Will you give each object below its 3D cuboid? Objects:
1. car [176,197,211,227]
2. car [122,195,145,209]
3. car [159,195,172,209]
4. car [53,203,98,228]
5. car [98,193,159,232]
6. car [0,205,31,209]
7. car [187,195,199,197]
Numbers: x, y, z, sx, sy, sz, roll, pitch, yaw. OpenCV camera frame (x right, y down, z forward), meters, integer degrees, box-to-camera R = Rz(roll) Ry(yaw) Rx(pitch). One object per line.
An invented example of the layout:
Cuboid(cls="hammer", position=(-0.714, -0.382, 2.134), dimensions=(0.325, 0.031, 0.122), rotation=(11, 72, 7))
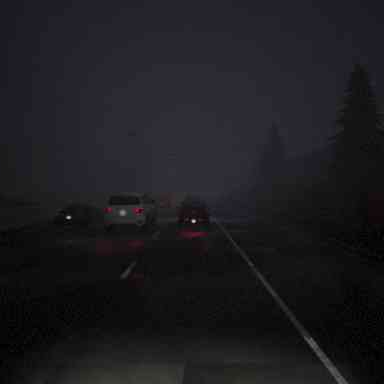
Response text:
Cuboid(cls="car", position=(0.098, 1.316, 20.826), dimensions=(1.837, 1.490, 4.892), rotation=(0, 1, 0))
Cuboid(cls="car", position=(-6.904, 1.118, 39.564), dimensions=(1.882, 1.535, 5.008), rotation=(0, 1, 0))
Cuboid(cls="car", position=(-3.404, 1.117, 39.557), dimensions=(1.882, 1.535, 5.008), rotation=(0, 1, 0))
Cuboid(cls="car", position=(-6.902, 1.377, 20.619), dimensions=(1.994, 1.385, 4.181), rotation=(0, 1, 0))
Cuboid(cls="car", position=(-3.403, 1.049, 19.026), dimensions=(2.150, 2.045, 5.566), rotation=(0, 1, 0))
Cuboid(cls="car", position=(-14.100, 1.307, 26.507), dimensions=(2.033, 1.411, 5.357), rotation=(0, 1, 0))
Cuboid(cls="car", position=(0.096, 1.117, 39.566), dimensions=(1.882, 1.535, 5.008), rotation=(0, 1, 0))
